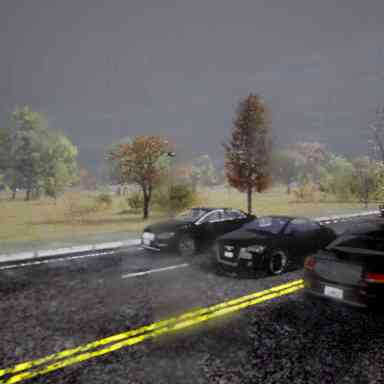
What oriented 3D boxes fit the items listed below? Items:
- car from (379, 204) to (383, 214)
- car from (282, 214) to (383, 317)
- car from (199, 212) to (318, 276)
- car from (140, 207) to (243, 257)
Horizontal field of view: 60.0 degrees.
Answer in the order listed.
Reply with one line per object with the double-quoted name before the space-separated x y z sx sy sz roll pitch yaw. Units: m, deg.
"car" 15.222 1.070 23.650 4.718 1.301 1.895 -1 1 -37
"car" 4.073 1.380 6.675 4.674 1.442 1.812 -1 1 -37
"car" 2.533 1.399 9.837 4.181 1.385 1.994 -1 1 -37
"car" 0.462 1.324 12.346 4.902 1.511 2.128 -1 1 -37
